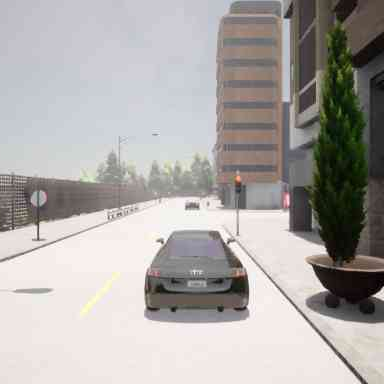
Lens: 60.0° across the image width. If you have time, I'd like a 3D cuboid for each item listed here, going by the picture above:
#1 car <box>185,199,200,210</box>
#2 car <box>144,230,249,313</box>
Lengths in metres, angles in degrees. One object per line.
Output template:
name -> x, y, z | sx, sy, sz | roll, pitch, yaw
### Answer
car -> 0.030, 1.601, 43.439 | 1.895, 1.301, 4.718 | 0, 0, -1
car -> 0.085, 1.564, 7.772 | 1.994, 1.385, 4.181 | 0, 0, 0
